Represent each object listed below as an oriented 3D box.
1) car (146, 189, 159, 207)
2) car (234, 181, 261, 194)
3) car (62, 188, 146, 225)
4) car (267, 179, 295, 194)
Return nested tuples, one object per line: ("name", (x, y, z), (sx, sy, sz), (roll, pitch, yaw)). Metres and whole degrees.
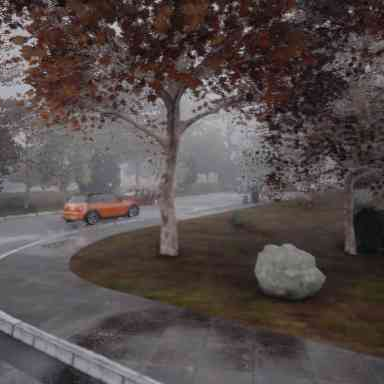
("car", (-4.497, 0.504, 26.396), (1.882, 1.535, 5.008), (2, 4, 37))
("car", (6.996, -0.608, 41.516), (1.837, 1.490, 4.892), (2, 5, 37))
("car", (-5.210, 0.782, 19.632), (2.097, 1.767, 4.553), (1, 4, 35))
("car", (11.048, -0.826, 41.162), (2.097, 1.767, 4.553), (2, 5, 37))
